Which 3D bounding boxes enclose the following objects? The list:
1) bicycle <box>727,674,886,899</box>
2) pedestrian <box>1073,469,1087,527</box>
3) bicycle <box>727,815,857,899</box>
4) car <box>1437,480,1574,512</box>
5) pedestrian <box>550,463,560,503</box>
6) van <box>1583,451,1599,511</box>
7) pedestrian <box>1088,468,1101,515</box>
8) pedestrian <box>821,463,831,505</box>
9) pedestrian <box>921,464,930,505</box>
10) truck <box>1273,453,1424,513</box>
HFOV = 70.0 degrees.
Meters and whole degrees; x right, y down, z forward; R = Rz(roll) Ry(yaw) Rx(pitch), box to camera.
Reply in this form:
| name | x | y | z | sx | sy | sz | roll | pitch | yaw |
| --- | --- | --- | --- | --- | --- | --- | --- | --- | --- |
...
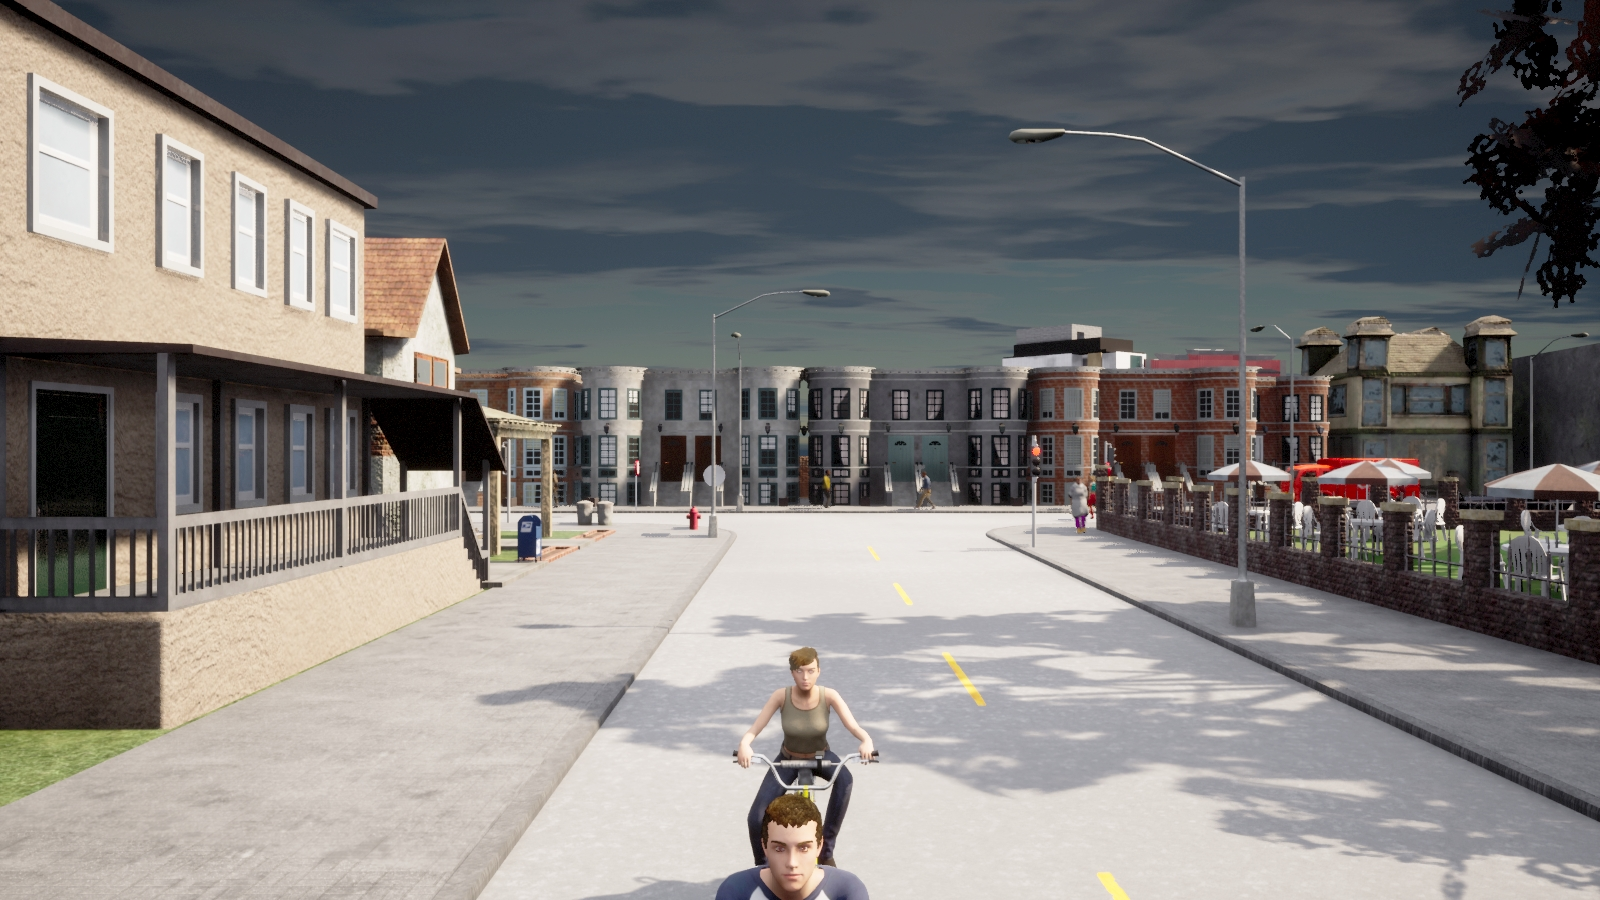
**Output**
| name | x | y | z | sx | sy | sz | roll | pitch | yaw |
| --- | --- | --- | --- | --- | --- | --- | --- | --- | --- |
| bicycle | 0.033 | 2.040 | 6.906 | 0.859 | 1.080 | 1.487 | 0 | 0 | 0 |
| pedestrian | 9.026 | 1.530 | 36.882 | 0.375 | 1.860 | 0.375 | 0 | 0 | 4 |
| bicycle | -0.022 | 1.938 | 3.212 | 0.373 | 1.296 | 1.643 | 0 | 0 | 0 |
| car | 30.125 | 1.955 | 48.889 | 4.718 | 1.301 | 1.895 | 0 | 0 | 0 |
| pedestrian | -11.383 | 1.546 | 53.124 | 0.375 | 1.860 | 0.375 | 0 | 0 | -2 |
| van | 37.194 | 1.334 | 48.909 | 5.915 | 2.561 | 1.988 | 0 | 0 | 1 |
| pedestrian | 11.731 | 1.647 | 45.515 | 0.375 | 1.860 | 0.375 | 0 | 0 | -23 |
| pedestrian | 1.181 | 1.546 | 51.925 | 0.375 | 1.860 | 0.375 | 0 | 0 | 9 |
| pedestrian | 5.631 | 1.547 | 51.454 | 0.375 | 1.860 | 0.375 | 0 | 0 | 11 |
| truck | 23.374 | 1.365 | 48.875 | 5.204 | 2.467 | 2.627 | 0 | 0 | 0 |
